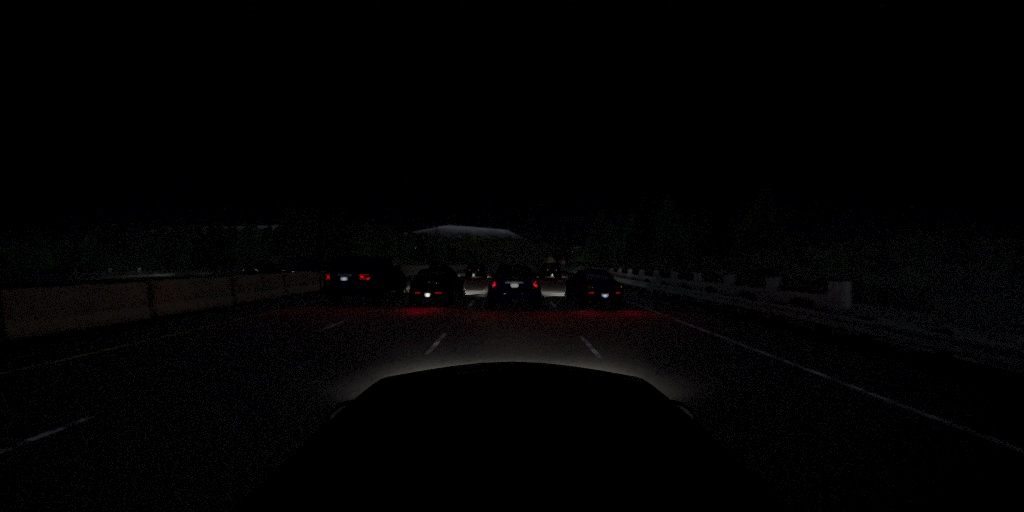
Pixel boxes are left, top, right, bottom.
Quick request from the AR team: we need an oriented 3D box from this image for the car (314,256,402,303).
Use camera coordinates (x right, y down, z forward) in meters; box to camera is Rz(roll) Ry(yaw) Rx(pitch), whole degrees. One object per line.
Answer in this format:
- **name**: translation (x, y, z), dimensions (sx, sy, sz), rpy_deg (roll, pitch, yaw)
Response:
- **car**: translation (-6.901, 1.040, 17.406), dimensions (2.150, 2.045, 5.566), rpy_deg (0, 0, 0)

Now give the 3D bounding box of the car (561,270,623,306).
- **car**: translation (3.585, 1.339, 16.123), dimensions (1.812, 1.442, 4.674), rpy_deg (0, 0, 0)

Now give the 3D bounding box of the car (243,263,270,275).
- **car**: translation (-28.088, 1.511, 40.674), dimensions (1.882, 1.535, 5.008), rpy_deg (0, -1, 0)

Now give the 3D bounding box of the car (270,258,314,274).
- **car**: translation (-24.590, 1.265, 41.257), dimensions (2.150, 2.045, 5.566), rpy_deg (0, -1, 0)

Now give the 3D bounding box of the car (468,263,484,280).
- **car**: translation (-3.403, 1.449, 34.381), dimensions (1.837, 1.490, 4.892), rpy_deg (0, -1, 0)

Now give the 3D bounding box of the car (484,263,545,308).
- **car**: translation (0.098, 1.164, 15.734), dimensions (2.097, 1.767, 4.553), rpy_deg (0, 0, 0)

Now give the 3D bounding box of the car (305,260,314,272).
- **car**: translation (-21.091, 1.534, 41.253), dimensions (2.128, 1.511, 4.902), rpy_deg (0, -1, 0)

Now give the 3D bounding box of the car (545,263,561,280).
- **car**: translation (3.597, 1.449, 34.388), dimensions (1.837, 1.490, 4.892), rpy_deg (0, -1, 0)

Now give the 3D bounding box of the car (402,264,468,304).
- **car**: translation (-3.402, 1.321, 16.875), dimensions (1.837, 1.490, 4.892), rpy_deg (0, 0, 0)
